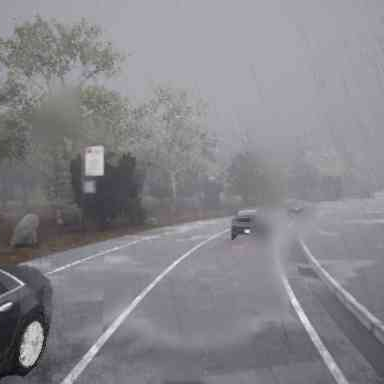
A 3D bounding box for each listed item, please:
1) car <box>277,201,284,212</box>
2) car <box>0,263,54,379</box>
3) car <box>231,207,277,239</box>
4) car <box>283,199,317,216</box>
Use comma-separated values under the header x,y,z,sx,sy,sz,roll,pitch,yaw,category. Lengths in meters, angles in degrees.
x,y,z,sx,sy,sz,roll,pitch,yaw,category
12.060,1.628,40.915,1.812,1.442,4.674,-4,-1,38,car
-3.019,1.505,2.870,1.837,1.490,4.892,0,0,5,car
3.271,1.563,17.677,1.837,1.490,4.892,-2,-1,17,car
11.169,1.592,33.591,1.994,1.385,4.181,-3,-1,34,car
